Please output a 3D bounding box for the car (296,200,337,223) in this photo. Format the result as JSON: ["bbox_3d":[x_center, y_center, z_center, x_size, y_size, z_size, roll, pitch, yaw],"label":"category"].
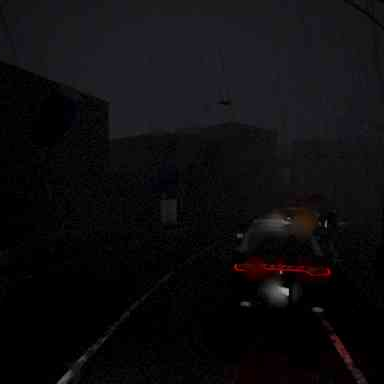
[{"bbox_3d":[8.032,1.520,21.451,1.837,1.490,4.892,1,0,34],"label":"car"}]

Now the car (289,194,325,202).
[{"bbox_3d":[10.963,1.206,31.914,2.150,2.045,5.566,1,1,44],"label":"car"}]

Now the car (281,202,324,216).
[{"bbox_3d":[5.188,1.481,16.621,1.882,1.535,5.008,1,0,26],"label":"car"}]

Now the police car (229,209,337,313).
[{"bbox_3d":[2.048,1.422,7.952,1.930,1.638,5.238,0,0,13],"label":"police car"}]
